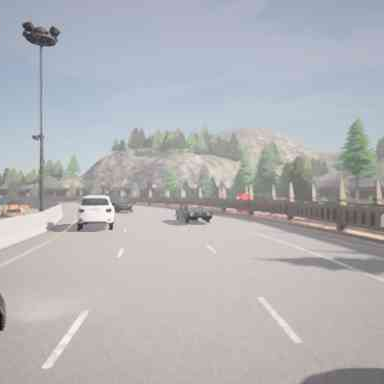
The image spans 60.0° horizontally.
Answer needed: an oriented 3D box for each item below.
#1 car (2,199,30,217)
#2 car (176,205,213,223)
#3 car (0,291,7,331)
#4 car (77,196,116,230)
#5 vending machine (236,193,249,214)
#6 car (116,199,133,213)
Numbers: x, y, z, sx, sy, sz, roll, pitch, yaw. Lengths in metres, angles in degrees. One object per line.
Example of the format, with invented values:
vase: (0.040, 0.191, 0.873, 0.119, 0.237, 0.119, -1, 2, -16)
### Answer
car: (-17.390, 1.501, 32.986, 2.097, 1.767, 4.553, 0, 0, -22)
car: (0.015, 1.626, 25.560, 1.895, 1.301, 4.718, 0, 0, -14)
car: (-3.630, 1.519, 3.010, 1.837, 1.490, 4.892, 0, 0, -2)
car: (-6.304, 1.274, 22.073, 2.150, 2.045, 5.566, 0, 0, -13)
vending machine: (5.342, 1.205, 35.406, 1.100, 2.100, 0.880, 0, 0, -19)
car: (-8.258, 1.593, 38.880, 2.128, 1.511, 4.902, 0, 0, -22)
